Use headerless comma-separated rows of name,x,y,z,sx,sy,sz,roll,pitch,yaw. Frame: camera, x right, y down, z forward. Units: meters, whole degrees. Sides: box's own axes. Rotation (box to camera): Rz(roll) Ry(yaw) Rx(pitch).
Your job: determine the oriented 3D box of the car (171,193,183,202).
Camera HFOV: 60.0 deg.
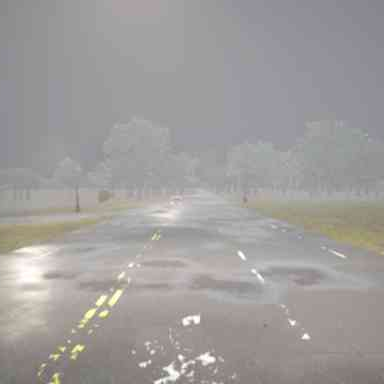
car,-2.888,1.036,63.706,2.097,1.767,4.553,0,1,2
